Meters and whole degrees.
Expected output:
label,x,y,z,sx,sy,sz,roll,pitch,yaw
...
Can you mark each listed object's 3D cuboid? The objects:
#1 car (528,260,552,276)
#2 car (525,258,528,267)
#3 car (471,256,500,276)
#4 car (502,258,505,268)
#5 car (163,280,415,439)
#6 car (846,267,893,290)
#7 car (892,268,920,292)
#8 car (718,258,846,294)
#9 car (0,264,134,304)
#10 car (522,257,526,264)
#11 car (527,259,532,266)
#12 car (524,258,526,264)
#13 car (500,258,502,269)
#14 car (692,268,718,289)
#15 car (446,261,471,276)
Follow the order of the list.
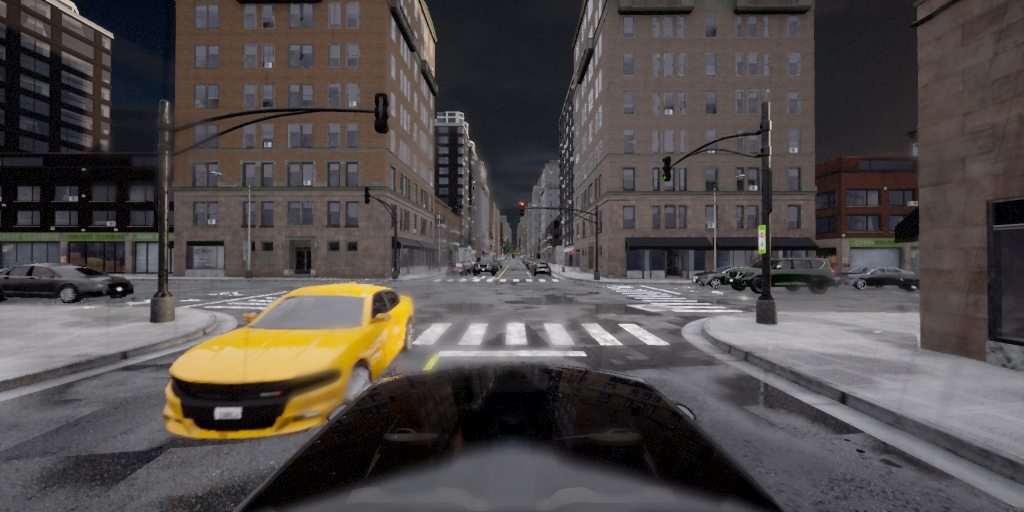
label,x,y,z,sx,sy,sz,roll,pitch,yaw
car,2.979,1.318,36.238,1.948,1.339,4.313,0,0,1
car,3.118,1.302,47.299,2.007,1.370,4.403,0,0,1
car,-2.770,0.976,37.848,2.150,2.045,5.566,0,0,1
car,-2.502,1.353,58.192,1.895,1.301,4.718,0,0,1
car,-2.905,1.229,5.916,1.882,1.535,5.008,1,0,-5
car,24.238,1.463,24.200,4.902,1.511,2.128,0,-1,0
car,25.724,1.550,20.943,4.718,1.301,1.895,0,-1,0
car,15.622,1.105,21.013,5.566,2.045,2.150,0,-1,0
car,-18.324,1.082,14.533,4.892,1.490,1.837,0,-1,0
car,3.328,1.316,63.890,1.948,1.339,4.313,0,0,1
car,3.048,1.297,41.769,1.888,1.381,4.507,0,0,1
car,3.188,1.297,52.829,1.888,1.381,4.507,0,0,1
car,-2.643,1.258,47.936,1.837,1.490,4.892,0,0,1
car,14.833,1.401,24.260,4.902,1.511,2.128,0,-1,2
car,-5.547,1.336,36.342,1.802,1.307,4.207,0,0,1
